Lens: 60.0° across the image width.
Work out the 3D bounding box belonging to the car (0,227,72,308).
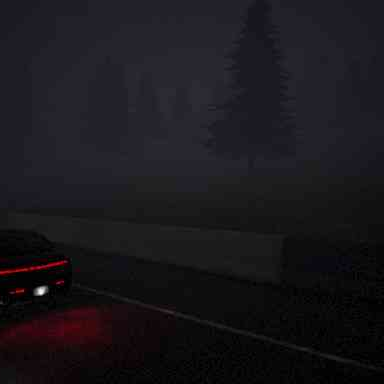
[{"bbox_3d":[-4.711,1.582,7.719,4.892,1.490,1.837,0,0,38],"label":"car"}]
